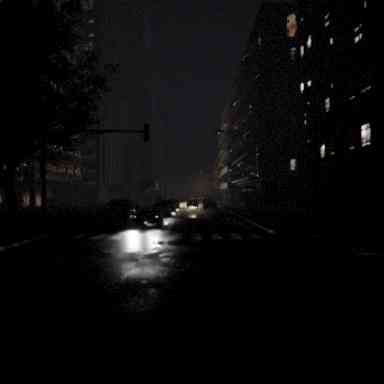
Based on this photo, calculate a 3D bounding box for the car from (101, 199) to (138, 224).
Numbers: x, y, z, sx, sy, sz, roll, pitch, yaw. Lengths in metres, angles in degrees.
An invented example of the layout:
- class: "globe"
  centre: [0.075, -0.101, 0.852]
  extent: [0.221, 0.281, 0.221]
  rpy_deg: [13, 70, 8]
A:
- class: "car"
  centre: [-5.692, 1.465, 26.484]
  extent: [2.192, 1.841, 5.009]
  rpy_deg: [0, 0, 0]

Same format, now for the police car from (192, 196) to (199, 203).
- class: "police car"
  centre: [0.904, 1.977, 88.718]
  extent: [1.930, 1.638, 5.238]
  rpy_deg: [0, 0, 0]

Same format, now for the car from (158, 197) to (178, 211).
- class: "car"
  centre: [-3.084, 1.771, 42.625]
  extent: [1.812, 1.442, 4.674]
  rpy_deg: [0, 0, 0]

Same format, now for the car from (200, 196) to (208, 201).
- class: "car"
  centre: [2.691, 1.843, 54.266]
  extent: [1.752, 1.417, 4.829]
  rpy_deg: [0, 0, 0]

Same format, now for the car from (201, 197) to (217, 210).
- class: "car"
  centre: [2.691, 1.847, 48.573]
  extent: [1.947, 1.339, 4.313]
  rpy_deg: [0, 0, 0]

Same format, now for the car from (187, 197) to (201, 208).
- class: "car"
  centre: [0.102, 1.926, 55.467]
  extent: [1.895, 1.301, 4.718]
  rpy_deg: [0, 0, 0]

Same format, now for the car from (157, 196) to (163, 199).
- class: "car"
  centre: [-5.690, 1.918, 59.620]
  extent: [1.947, 1.339, 4.313]
  rpy_deg: [0, 0, 0]

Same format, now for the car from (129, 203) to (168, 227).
- class: "car"
  centre: [-3.089, 1.738, 24.333]
  extent: [1.895, 1.301, 4.718]
  rpy_deg: [0, 0, -1]

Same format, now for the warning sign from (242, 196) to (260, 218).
- class: "warning sign"
  centre: [5.069, 1.277, 28.610]
  extent: [1.300, 1.860, 1.060]
  rpy_deg: [0, 0, 0]

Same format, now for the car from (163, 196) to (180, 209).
- class: "car"
  centre: [-3.041, 1.657, 52.344]
  extent: [2.097, 1.767, 4.553]
  rpy_deg: [0, 0, 0]

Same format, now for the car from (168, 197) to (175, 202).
- class: "car"
  centre: [-5.689, 2.125, 92.756]
  extent: [1.887, 1.381, 4.507]
  rpy_deg: [0, 0, 0]

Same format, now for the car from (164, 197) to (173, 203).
- class: "car"
  centre: [-5.689, 2.054, 81.710]
  extent: [2.008, 1.369, 4.403]
  rpy_deg: [0, 0, 0]

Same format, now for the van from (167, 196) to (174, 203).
- class: "van"
  centre: [-5.689, 1.883, 87.234]
  extent: [1.690, 1.788, 3.998]
  rpy_deg: [0, 0, 0]

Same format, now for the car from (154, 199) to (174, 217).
- class: "car"
  centre: [-3.098, 1.716, 33.446]
  extent: [1.812, 1.442, 4.674]
  rpy_deg: [0, 0, 0]

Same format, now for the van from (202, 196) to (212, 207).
- class: "van"
  centre: [2.690, 1.693, 59.620]
  extent: [1.690, 1.788, 3.998]
  rpy_deg: [0, 0, 0]

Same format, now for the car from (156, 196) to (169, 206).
- class: "car"
  centre: [-5.690, 1.704, 65.143]
  extent: [2.192, 1.841, 5.009]
  rpy_deg: [0, 0, 0]

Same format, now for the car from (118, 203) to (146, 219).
- class: "car"
  centre: [-5.691, 1.748, 32.006]
  extent: [1.947, 1.339, 4.313]
  rpy_deg: [0, 0, 0]
